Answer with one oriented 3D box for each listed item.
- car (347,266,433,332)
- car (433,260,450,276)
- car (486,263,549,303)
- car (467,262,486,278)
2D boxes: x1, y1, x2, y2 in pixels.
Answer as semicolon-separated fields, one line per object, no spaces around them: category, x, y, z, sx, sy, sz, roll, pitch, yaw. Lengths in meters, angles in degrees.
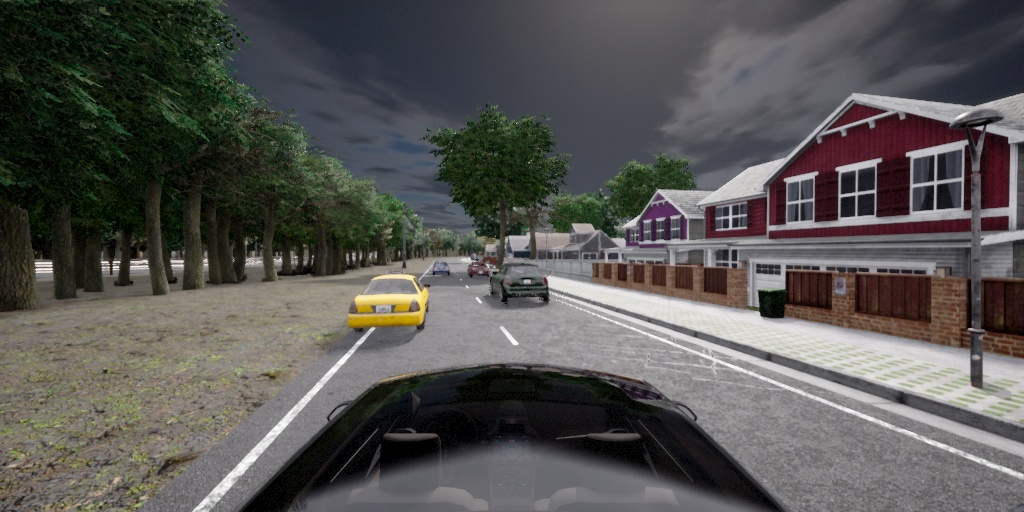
car;-3.490;1.207;10.873;1.801;1.575;5.366;0;0;-11
car;-7.677;1.338;38.855;2.033;1.411;5.357;0;0;-12
car;0.215;1.107;17.034;2.097;1.767;4.553;0;0;-11
car;-3.321;1.311;34.963;1.812;1.442;4.674;0;0;-11
